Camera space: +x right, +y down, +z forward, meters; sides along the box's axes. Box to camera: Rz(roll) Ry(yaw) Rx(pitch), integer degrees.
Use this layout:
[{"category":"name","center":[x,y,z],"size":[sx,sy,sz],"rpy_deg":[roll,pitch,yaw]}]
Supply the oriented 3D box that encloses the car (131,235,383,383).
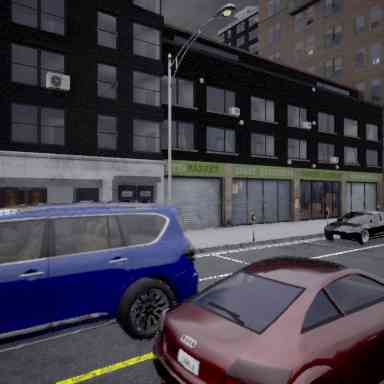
[{"category":"car","center":[1.595,1.564,4.296],"size":[4.181,1.385,1.994],"rpy_deg":[0,0,-36]}]

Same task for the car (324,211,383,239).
[{"category":"car","center":[8.036,1.566,15.630],"size":[4.313,1.339,1.947],"rpy_deg":[0,0,-36]}]

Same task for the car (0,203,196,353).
[{"category":"car","center":[-2.488,1.221,5.004],"size":[5.566,2.045,2.150],"rpy_deg":[0,0,-35]}]
